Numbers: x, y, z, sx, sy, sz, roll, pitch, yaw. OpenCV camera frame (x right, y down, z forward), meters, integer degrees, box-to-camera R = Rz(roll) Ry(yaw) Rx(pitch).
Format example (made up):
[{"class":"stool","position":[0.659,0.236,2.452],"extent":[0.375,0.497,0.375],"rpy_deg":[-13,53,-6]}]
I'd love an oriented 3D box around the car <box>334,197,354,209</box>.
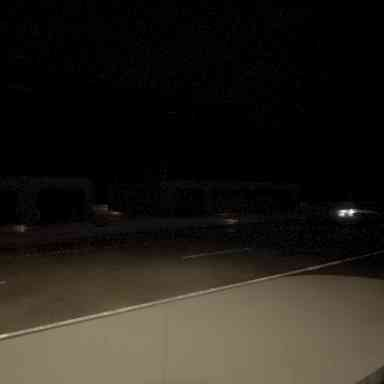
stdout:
[{"class":"car","position":[20.474,1.499,44.920],"extent":[2.128,1.511,4.902],"rpy_deg":[0,0,14]}]
